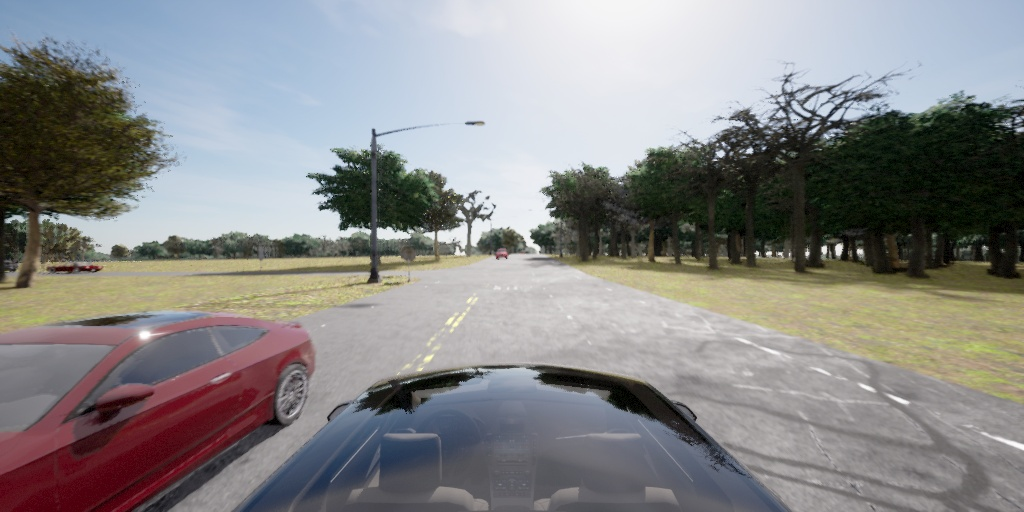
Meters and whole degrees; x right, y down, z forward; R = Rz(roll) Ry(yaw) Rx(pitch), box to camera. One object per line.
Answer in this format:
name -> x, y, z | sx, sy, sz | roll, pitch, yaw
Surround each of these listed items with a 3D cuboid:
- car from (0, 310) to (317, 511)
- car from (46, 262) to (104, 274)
car -> -3.489, 1.273, 2.961 | 1.812, 1.442, 4.674 | 0, 0, 0
car -> -49.717, 1.338, 40.784 | 4.718, 1.301, 1.895 | 0, 0, 2
